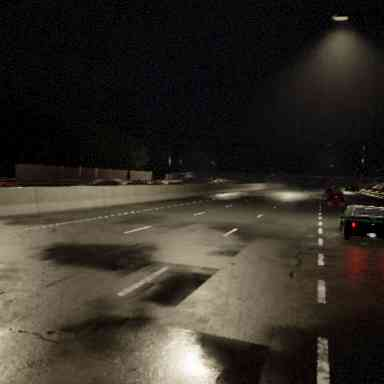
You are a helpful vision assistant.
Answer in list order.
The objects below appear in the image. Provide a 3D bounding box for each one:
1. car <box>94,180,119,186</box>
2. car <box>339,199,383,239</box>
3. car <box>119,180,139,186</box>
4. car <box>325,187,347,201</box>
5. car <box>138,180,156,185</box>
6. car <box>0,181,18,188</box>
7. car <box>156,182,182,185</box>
[{"bbox_3d":[-12.498,-1.115,50.103,2.033,1.411,5.357,3,3,22],"label":"car"},{"bbox_3d":[7.454,1.237,14.322,1.895,1.301,4.718,3,3,21],"label":"car"},{"bbox_3d":[-8.410,-1.051,50.913,2.128,1.511,4.902,3,3,22],"label":"car"},{"bbox_3d":[18.537,0.369,42.949,1.812,1.442,4.674,3,3,21],"label":"car"},{"bbox_3d":[-5.319,-0.800,49.202,2.033,1.411,5.357,3,3,21],"label":"car"},{"bbox_3d":[-12.671,0.069,20.664,1.882,1.535,5.008,3,3,21],"label":"car"},{"bbox_3d":[-2.667,-0.648,46.405,1.882,1.535,5.008,3,4,22],"label":"car"}]
